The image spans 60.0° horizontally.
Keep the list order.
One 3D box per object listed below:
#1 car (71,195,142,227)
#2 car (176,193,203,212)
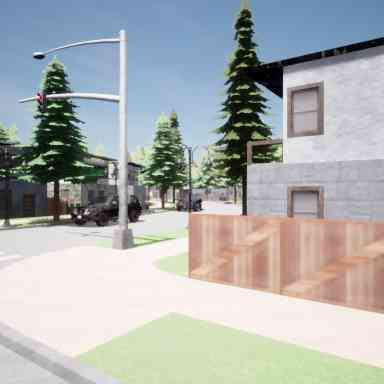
[{"bbox_3d":[-5.735,1.203,23.142,2.150,2.045,5.566,0,0,27],"label":"car"},{"bbox_3d":[-0.190,1.199,38.383,2.150,2.045,5.566,0,0,12],"label":"car"}]
